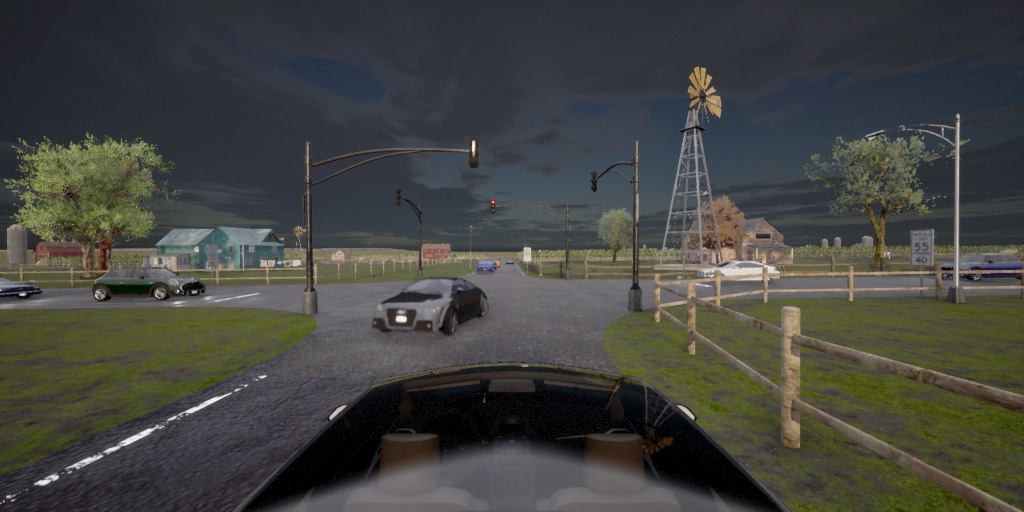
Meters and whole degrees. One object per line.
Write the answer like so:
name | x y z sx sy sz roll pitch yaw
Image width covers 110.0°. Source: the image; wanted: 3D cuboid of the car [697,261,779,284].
car | 14.455 1.019 23.063 4.674 1.442 1.812 -1 1 2

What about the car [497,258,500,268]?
car | -3.120 1.293 51.878 2.033 1.411 5.357 0 0 -1

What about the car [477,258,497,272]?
car | -3.049 1.222 41.974 1.882 1.535 5.008 0 0 -1

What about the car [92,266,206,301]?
car | -19.177 1.372 19.100 4.553 1.767 2.097 -1 1 0

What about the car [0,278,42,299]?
car | -28.695 1.697 19.056 5.357 1.411 2.033 -1 1 0

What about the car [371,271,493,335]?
car | -2.158 1.311 10.467 1.994 1.385 4.181 0 0 14

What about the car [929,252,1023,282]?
car | 29.893 0.642 23.024 4.553 1.767 2.097 -1 1 0

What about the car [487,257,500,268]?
car | -3.167 1.099 61.911 2.097 1.767 4.553 0 0 0
